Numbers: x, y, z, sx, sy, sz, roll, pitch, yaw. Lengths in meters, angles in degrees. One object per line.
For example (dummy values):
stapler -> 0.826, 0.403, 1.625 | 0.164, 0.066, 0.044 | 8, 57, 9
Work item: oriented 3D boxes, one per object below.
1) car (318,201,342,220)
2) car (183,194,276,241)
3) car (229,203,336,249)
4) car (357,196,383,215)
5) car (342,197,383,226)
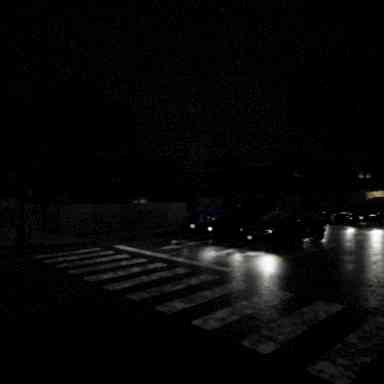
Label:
car -> 9.511, 1.348, 23.477 | 4.181, 1.385, 1.994 | -1, 0, -42
car -> 2.129, 1.149, 16.828 | 5.566, 2.045, 2.150 | -1, 0, -40
car -> 3.948, 1.409, 14.100 | 4.674, 1.442, 1.812 | -1, 0, -40
car -> 17.168, 1.143, 30.353 | 5.357, 1.411, 2.033 | -2, 0, -43
car -> 11.676, 1.239, 21.047 | 4.892, 1.490, 1.837 | -1, 0, -42
